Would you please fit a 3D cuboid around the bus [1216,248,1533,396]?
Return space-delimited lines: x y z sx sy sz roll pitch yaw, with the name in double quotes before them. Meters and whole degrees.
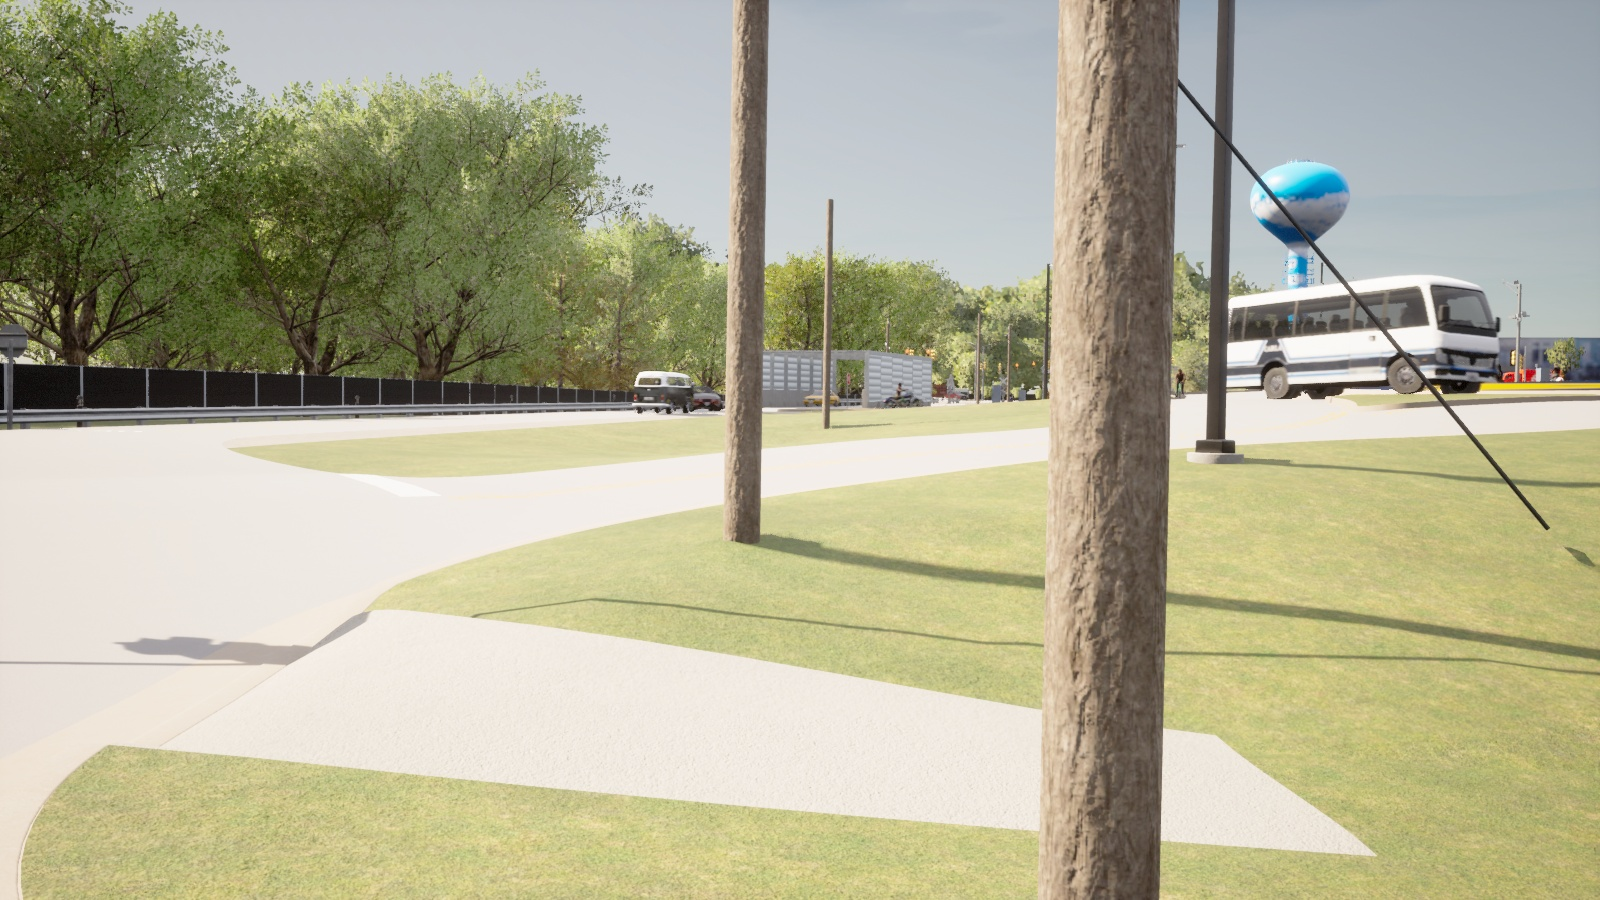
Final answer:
"bus" 20.474 -4.336 45.793 3.944 4.253 10.273 1 0 -26

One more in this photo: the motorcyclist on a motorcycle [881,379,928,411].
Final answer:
"motorcyclist on a motorcycle" 5.817 -3.065 69.820 2.350 1.649 0.766 -3 3 24

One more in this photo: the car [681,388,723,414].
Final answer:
"car" -5.837 -2.921 74.419 1.816 1.474 4.193 -1 2 -13

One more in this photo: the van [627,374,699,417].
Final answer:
"van" -6.613 -2.657 61.095 2.069 2.038 4.480 0 3 14
